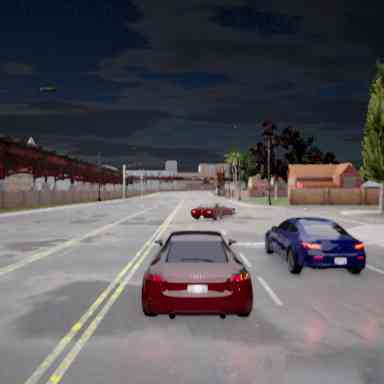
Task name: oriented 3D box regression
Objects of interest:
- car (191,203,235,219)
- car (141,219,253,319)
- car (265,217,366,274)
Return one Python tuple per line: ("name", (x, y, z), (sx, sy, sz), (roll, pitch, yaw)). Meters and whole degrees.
("car", (1.810, 1.519, 26.517), (1.895, 1.301, 4.718), (0, 0, 28))
("car", (0.086, 1.541, 7.420), (1.994, 1.385, 4.181), (0, 0, 0))
("car", (3.581, 1.494, 10.349), (1.812, 1.442, 4.674), (0, 0, 0))
